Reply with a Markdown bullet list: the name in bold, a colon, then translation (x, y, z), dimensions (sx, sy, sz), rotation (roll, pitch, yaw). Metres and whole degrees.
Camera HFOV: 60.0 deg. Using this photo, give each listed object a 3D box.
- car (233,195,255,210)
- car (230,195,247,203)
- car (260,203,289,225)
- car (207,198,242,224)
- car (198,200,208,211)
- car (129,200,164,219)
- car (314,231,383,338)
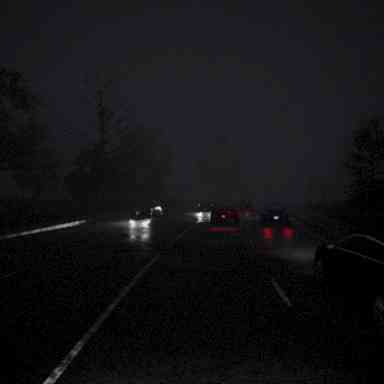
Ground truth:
- **car**: translation (6.853, 1.489, 42.342), dimensions (2.128, 1.511, 4.902), rotation (0, 0, 17)
- **car**: translation (9.560, 1.445, 68.149), dimensions (1.882, 1.535, 5.008), rotation (0, 0, 25)
- **car**: translation (5.990, 1.531, 24.374), dimensions (1.812, 1.442, 4.674), rotation (0, 0, 10)
- **car**: translation (2.522, 1.472, 24.762), dimensions (1.882, 1.535, 5.008), rotation (0, 0, 10)
- **car**: translation (2.071, 1.584, 39.353), dimensions (1.895, 1.301, 4.718), rotation (0, 0, 16)
- **car**: translation (-3.920, 1.463, 29.322), dimensions (2.128, 1.511, 4.902), rotation (0, 0, 12)
- **car**: translation (3.887, 1.497, 6.436), dimensions (2.128, 1.511, 4.902), rotation (0, 0, 3)
